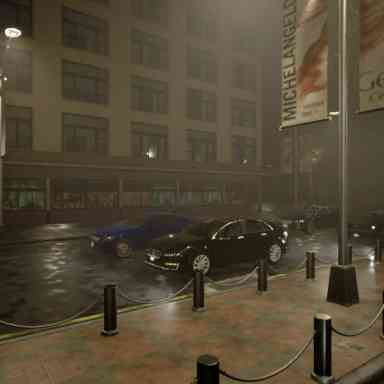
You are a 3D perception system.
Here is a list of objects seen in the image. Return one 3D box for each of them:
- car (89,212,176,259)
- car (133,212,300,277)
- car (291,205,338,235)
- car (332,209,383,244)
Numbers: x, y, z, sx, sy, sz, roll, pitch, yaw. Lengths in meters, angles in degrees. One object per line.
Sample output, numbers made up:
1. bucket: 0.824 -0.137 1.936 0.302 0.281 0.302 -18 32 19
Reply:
1. car: -1.514 1.526 12.764 4.674 1.442 1.812 0 0 -35
2. car: 0.918 1.505 10.195 4.892 1.490 1.837 0 0 -36
3. car: 6.851 1.492 18.746 4.902 1.511 2.128 0 0 -35
4. car: 9.076 1.601 16.036 4.718 1.301 1.895 0 0 -35
